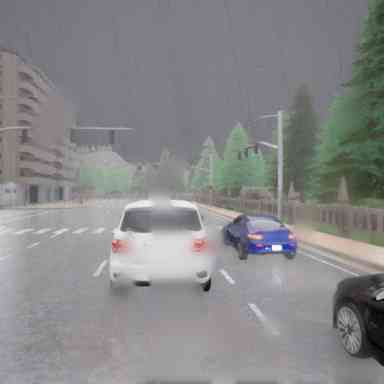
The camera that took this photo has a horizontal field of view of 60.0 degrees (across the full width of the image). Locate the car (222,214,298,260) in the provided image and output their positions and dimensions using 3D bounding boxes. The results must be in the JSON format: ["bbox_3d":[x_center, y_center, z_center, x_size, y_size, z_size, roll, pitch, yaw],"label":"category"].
[{"bbox_3d":[2.342,1.526,12.363,1.812,1.442,4.674,0,0,-6],"label":"car"}]

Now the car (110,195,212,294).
[{"bbox_3d":[-0.802,1.221,9.003,2.150,2.045,5.566,0,0,-5],"label":"car"}]

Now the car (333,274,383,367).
[{"bbox_3d":[3.120,1.492,3.135,2.128,1.511,4.902,0,0,-3],"label":"car"}]
